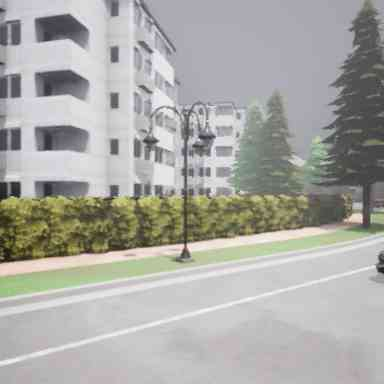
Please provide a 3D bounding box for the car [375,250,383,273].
[{"bbox_3d":[7.208,1.554,9.244,5.357,1.411,2.033,0,0,-37],"label":"car"}]

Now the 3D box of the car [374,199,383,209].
[{"bbox_3d":[25.923,1.594,46.157,1.994,1.385,4.181,0,0,1],"label":"car"}]
